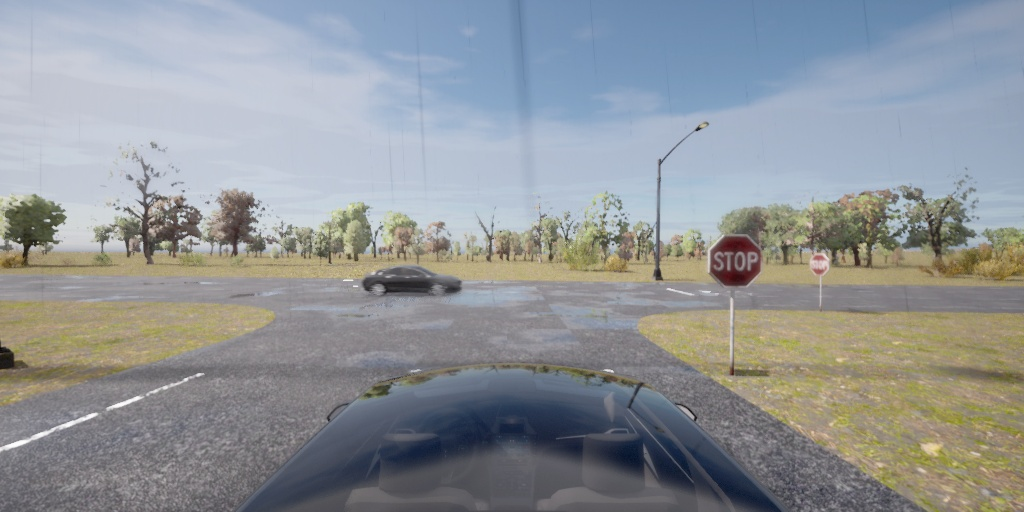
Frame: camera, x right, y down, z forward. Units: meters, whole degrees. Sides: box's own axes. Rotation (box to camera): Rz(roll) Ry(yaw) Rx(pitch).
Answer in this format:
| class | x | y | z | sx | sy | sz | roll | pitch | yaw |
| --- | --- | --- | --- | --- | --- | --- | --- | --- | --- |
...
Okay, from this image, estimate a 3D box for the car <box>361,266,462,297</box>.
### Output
| class | x | y | z | sx | sy | sz | roll | pitch | yaw |
| --- | --- | --- | --- | --- | --- | --- | --- | --- | --- |
| car | -5.007 | 1.245 | 18.118 | 4.892 | 1.490 | 1.837 | 0 | 0 | 0 |
